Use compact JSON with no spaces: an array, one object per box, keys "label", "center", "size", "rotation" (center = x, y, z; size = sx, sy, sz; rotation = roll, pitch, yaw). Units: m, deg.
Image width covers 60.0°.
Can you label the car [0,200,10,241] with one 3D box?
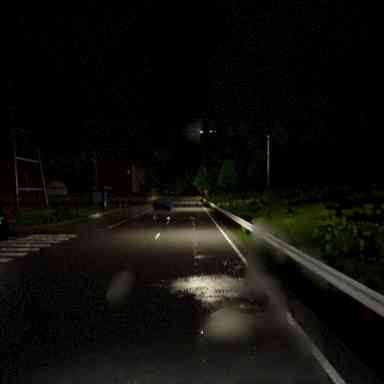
[{"label":"car","center":[-9.814,1.236,12.431],"size":[5.566,2.045,2.150],"rotation":[0,0,3]}]

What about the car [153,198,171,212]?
[{"label":"car","center":[-3.550,1.517,40.418],"size":[1.882,1.535,5.008],"rotation":[0,0,0]}]
